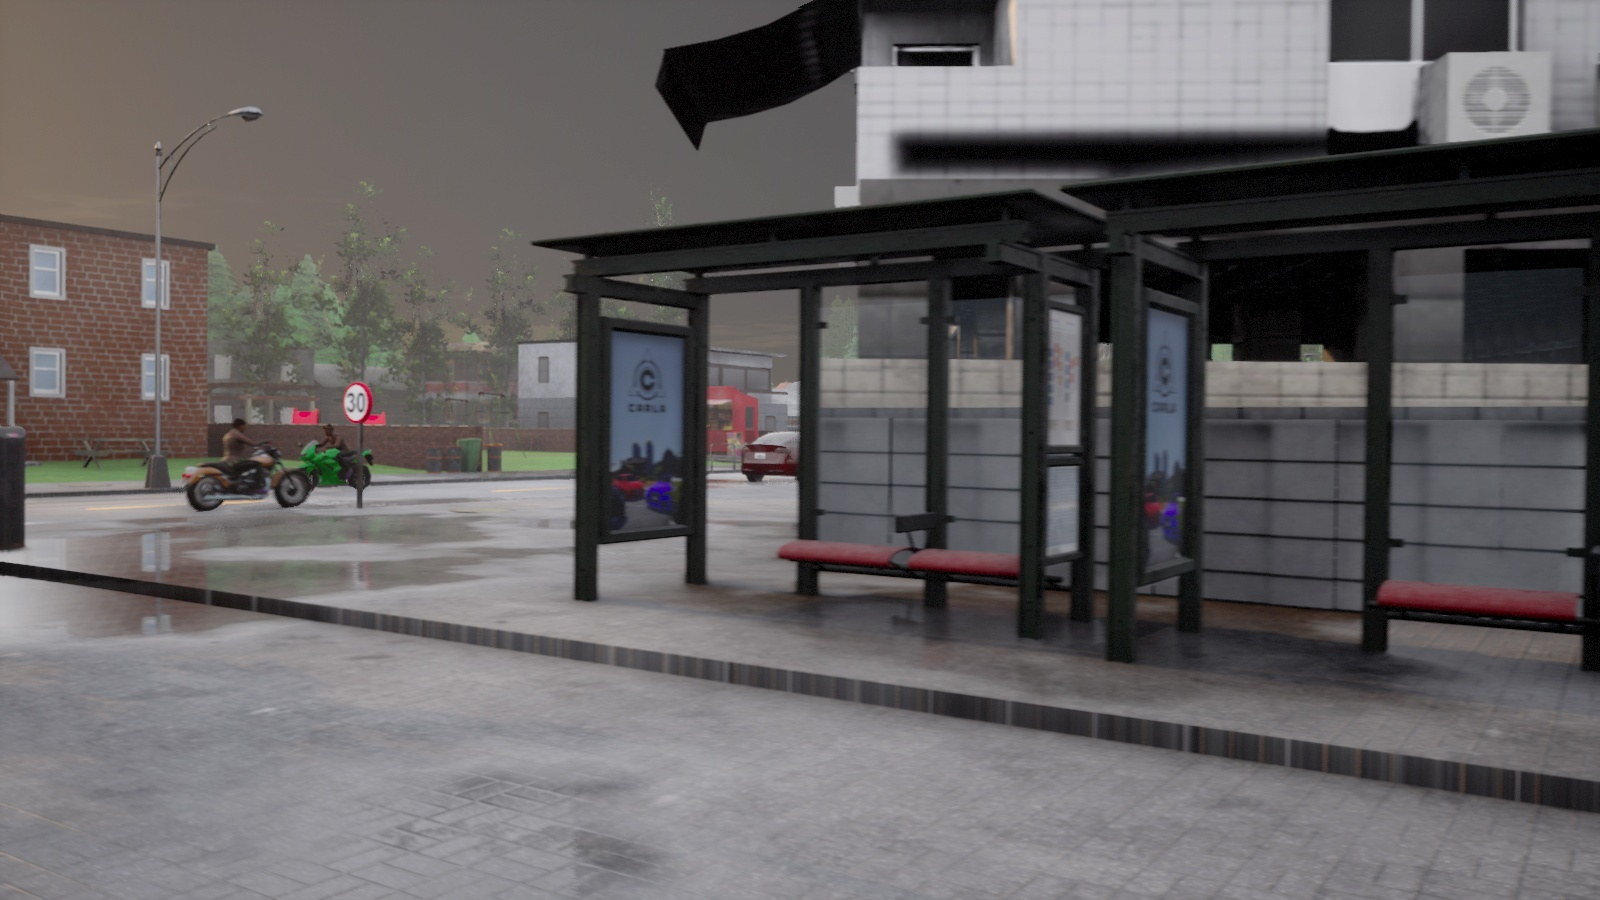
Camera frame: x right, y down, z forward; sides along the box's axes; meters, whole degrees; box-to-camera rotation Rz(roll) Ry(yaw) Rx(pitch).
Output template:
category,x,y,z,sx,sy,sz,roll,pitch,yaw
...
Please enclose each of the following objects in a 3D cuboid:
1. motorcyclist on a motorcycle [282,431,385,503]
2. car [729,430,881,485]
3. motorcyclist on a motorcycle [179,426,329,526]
category,x,y,z,sx,sy,sz,roll,pitch,yaw
motorcyclist on a motorcycle,-10.349,0.360,27.945,0.797,1.523,2.044,0,1,34
car,0.231,0.174,36.655,2.163,1.488,4.792,0,1,34
motorcyclist on a motorcycle,-9.518,0.413,21.995,0.766,1.649,2.350,0,1,34
